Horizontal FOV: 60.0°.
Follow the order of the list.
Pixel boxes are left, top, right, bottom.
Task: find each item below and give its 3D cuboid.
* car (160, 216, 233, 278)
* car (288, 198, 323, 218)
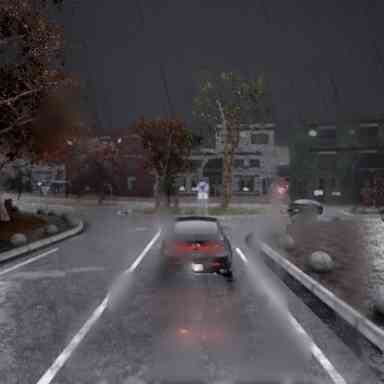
[{"bbox_3d":[0.133,1.486,10.063,1.837,1.490,4.892,0,0,1],"label":"car"},{"bbox_3d":[9.859,1.301,28.718,1.882,1.535,5.008,2,1,36],"label":"car"}]
